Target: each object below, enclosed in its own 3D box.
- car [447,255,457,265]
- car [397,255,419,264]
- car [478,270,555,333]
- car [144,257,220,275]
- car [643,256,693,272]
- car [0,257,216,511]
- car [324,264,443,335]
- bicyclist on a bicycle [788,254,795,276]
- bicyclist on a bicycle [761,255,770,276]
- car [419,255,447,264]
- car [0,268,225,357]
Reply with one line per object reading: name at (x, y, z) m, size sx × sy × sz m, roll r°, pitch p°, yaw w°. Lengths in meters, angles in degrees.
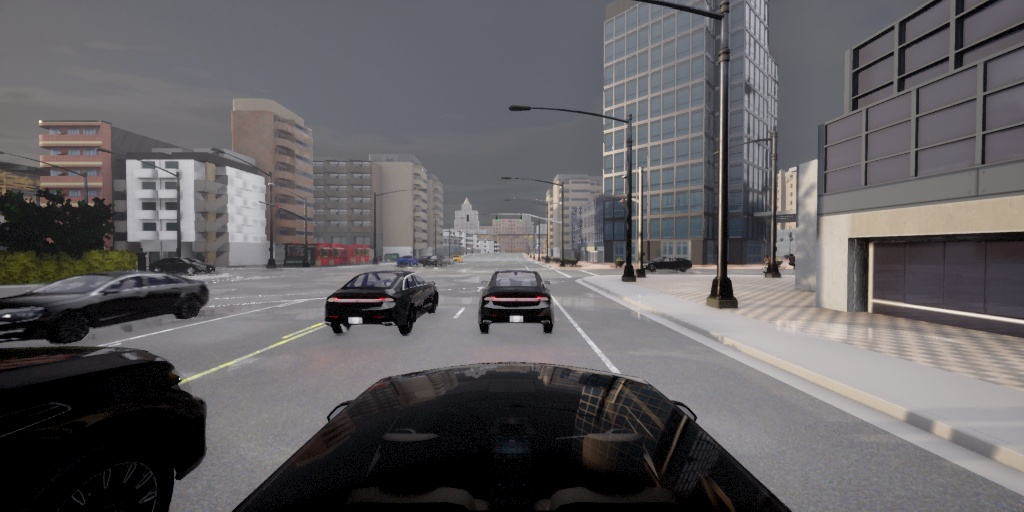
car at (-10.493, 0.715, 57.221) m, size 1.895 × 1.301 × 4.718 m, roll 0°, pitch 0°, yaw 0°
car at (-14.002, 0.640, 48.433) m, size 1.882 × 1.535 × 5.008 m, roll 0°, pitch 0°, yaw 0°
car at (0.113, 1.153, 10.398) m, size 2.128 × 1.511 × 4.902 m, roll 0°, pitch 1°, yaw 0°
car at (-28.710, 0.859, 31.295) m, size 4.892 × 1.490 × 1.837 m, roll 0°, pitch 1°, yaw 1°
car at (14.749, 0.773, 34.567) m, size 4.902 × 1.511 × 2.128 m, roll 0°, pitch 1°, yaw 1°
car at (-3.402, 0.970, 0.317) m, size 2.150 × 2.045 × 5.566 m, roll 0°, pitch 0°, yaw 0°
car at (-3.390, 1.154, 10.202) m, size 2.128 × 1.511 × 4.902 m, roll 0°, pitch 1°, yaw 0°
bicyclist on a bicycle at (21.068, 0.616, 26.641) m, size 1.656 × 1.620 × 0.582 m, roll -27°, pitch -3°, yaw -27°
bicyclist on a bicycle at (19.195, 0.718, 26.861) m, size 1.656 × 1.620 × 0.582 m, roll -1°, pitch 1°, yaw -23°
car at (-10.508, 0.646, 47.878) m, size 1.882 × 1.535 × 5.008 m, roll 0°, pitch 0°, yaw 0°
car at (-10.562, 1.174, 9.375) m, size 2.128 × 1.511 × 4.902 m, roll 0°, pitch 0°, yaw 1°
